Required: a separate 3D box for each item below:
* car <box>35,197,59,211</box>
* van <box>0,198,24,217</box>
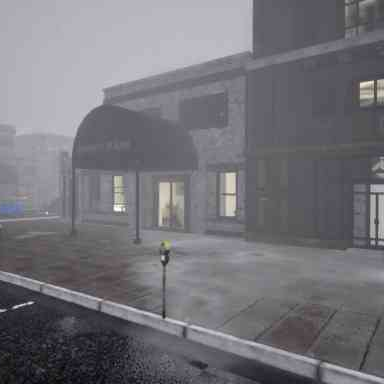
[{"bbox_3d":[-16.438,1.413,41.223,2.097,1.767,4.553,0,0,35],"label":"car"},{"bbox_3d":[-17.327,1.415,29.849,1.690,1.788,3.998,0,0,35],"label":"van"}]
